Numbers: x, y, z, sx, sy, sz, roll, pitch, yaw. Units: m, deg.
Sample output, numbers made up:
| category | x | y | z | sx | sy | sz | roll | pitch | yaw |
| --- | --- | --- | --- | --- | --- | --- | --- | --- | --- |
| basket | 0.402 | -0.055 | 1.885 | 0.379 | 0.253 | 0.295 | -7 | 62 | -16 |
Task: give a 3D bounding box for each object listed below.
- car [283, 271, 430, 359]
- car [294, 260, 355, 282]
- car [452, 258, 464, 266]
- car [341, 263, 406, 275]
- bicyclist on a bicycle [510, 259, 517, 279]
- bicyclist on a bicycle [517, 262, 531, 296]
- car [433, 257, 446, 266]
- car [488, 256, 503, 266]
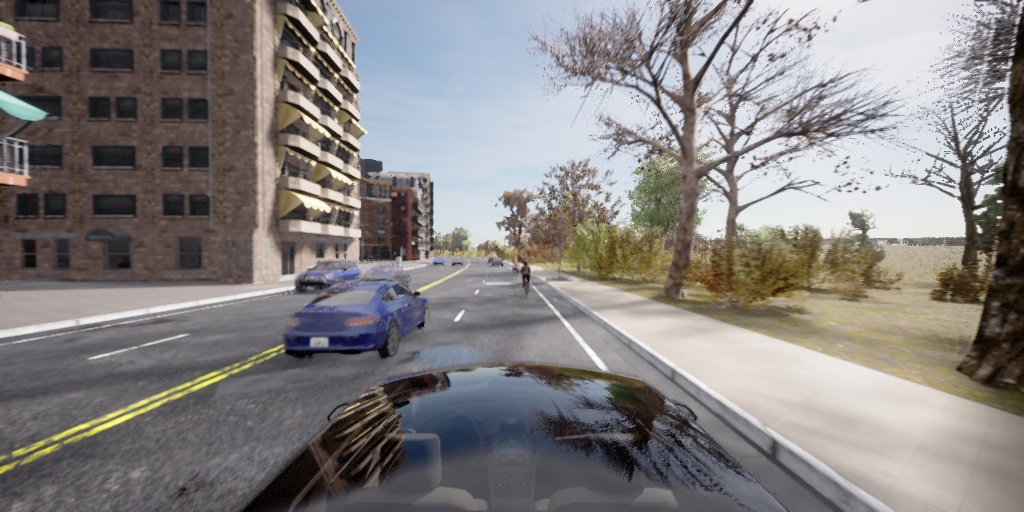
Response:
| category | x | y | z | sx | sy | sz | roll | pitch | yaw |
| --- | --- | --- | --- | --- | --- | --- | --- | --- | --- |
| car | -3.206 | 1.248 | 8.226 | 1.812 | 1.442 | 4.674 | 0 | 0 | -1 |
| car | -10.129 | 1.025 | 20.173 | 2.097 | 1.767 | 4.553 | 0 | 0 | -2 |
| car | -9.081 | 1.005 | 60.331 | 2.033 | 1.411 | 5.357 | 0 | 0 | -4 |
| car | -6.849 | 1.218 | 19.330 | 2.033 | 1.411 | 5.357 | 0 | 0 | -1 |
| bicyclist on a bicycle | 0.313 | 1.043 | 28.669 | 0.866 | 1.612 | 1.509 | 0 | 0 | -2 |
| bicyclist on a bicycle | 0.690 | 1.119 | 17.475 | 0.582 | 1.620 | 1.656 | 0 | 0 | -1 |
| car | -12.459 | 0.941 | 61.683 | 1.882 | 1.535 | 5.008 | 0 | 0 | -5 |
| car | -2.463 | 0.984 | 60.156 | 2.033 | 1.411 | 5.357 | 0 | 0 | -4 |
